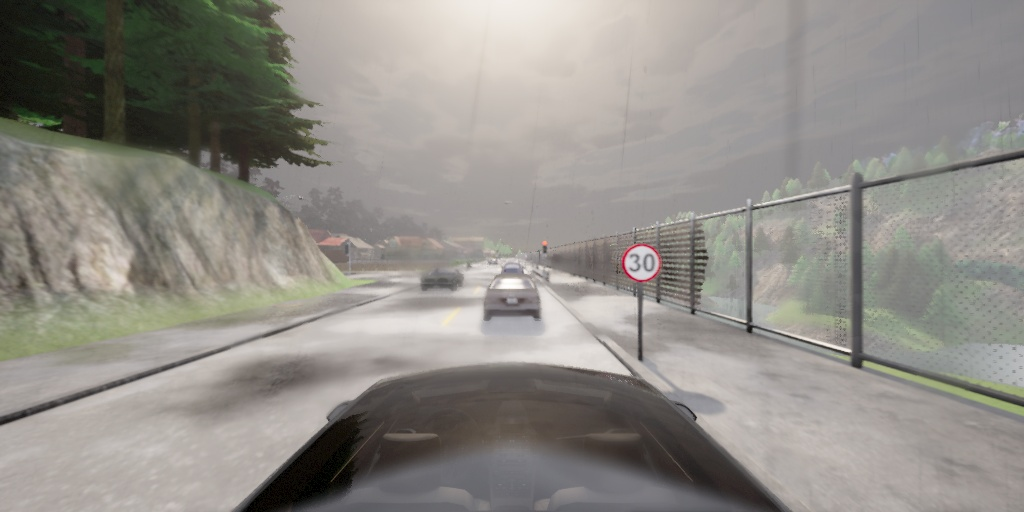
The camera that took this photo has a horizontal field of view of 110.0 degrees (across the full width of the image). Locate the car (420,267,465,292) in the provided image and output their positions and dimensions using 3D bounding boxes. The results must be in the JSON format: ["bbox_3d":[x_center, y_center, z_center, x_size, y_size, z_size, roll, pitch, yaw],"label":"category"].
[{"bbox_3d":[-4.039,1.354,21.394,1.895,1.301,4.718,0,0,0],"label":"car"}]

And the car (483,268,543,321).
[{"bbox_3d":[0.024,1.300,12.478,2.033,1.411,5.357,0,0,0],"label":"car"}]

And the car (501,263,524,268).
[{"bbox_3d":[0.051,1.280,30.311,1.812,1.442,4.674,0,0,1],"label":"car"}]
